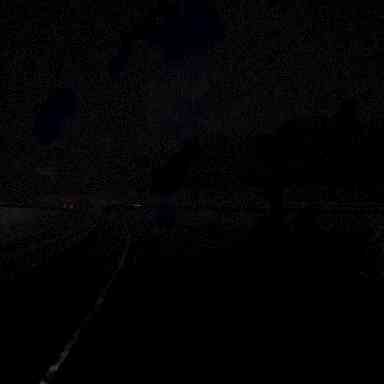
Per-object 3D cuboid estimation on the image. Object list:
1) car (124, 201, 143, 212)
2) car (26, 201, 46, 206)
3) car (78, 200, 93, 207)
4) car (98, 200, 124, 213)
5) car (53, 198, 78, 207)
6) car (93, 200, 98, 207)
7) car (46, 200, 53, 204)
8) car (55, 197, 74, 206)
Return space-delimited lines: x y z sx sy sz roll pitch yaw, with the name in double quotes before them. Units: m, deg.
"car" -8.746 2.106 49.025 2.128 1.511 4.902 0 -1 -28
"car" -37.412 2.786 78.889 4.718 1.301 1.895 -1 -1 38
"car" -23.719 2.506 70.612 2.128 1.511 4.902 0 -1 -44
"car" -11.426 2.117 46.622 1.837 1.490 4.892 0 0 -27
"car" -25.892 2.509 67.809 2.033 1.411 5.357 0 -1 -42
"car" -20.679 2.499 72.482 1.812 1.442 4.674 0 -1 -42
"car" -34.915 2.721 81.358 4.674 1.442 1.812 -1 -1 38
"car" -32.062 2.421 83.557 5.566 2.045 2.150 -1 -1 40
